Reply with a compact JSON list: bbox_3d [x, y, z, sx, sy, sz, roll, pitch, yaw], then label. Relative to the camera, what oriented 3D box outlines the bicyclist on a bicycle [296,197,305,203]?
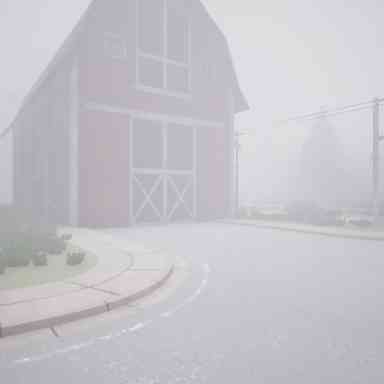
[{"bbox_3d":[13.256,1.322,40.202,1.656,1.620,0.582,46,-25,-24],"label":"bicyclist on a bicycle"}]

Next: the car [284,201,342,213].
[{"bbox_3d":[10.928,1.574,30.579,2.033,1.411,5.357,0,0,-35],"label":"car"}]

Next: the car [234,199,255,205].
[{"bbox_3d":[5.500,1.552,38.464,1.812,1.442,4.674,0,0,-34],"label":"car"}]
